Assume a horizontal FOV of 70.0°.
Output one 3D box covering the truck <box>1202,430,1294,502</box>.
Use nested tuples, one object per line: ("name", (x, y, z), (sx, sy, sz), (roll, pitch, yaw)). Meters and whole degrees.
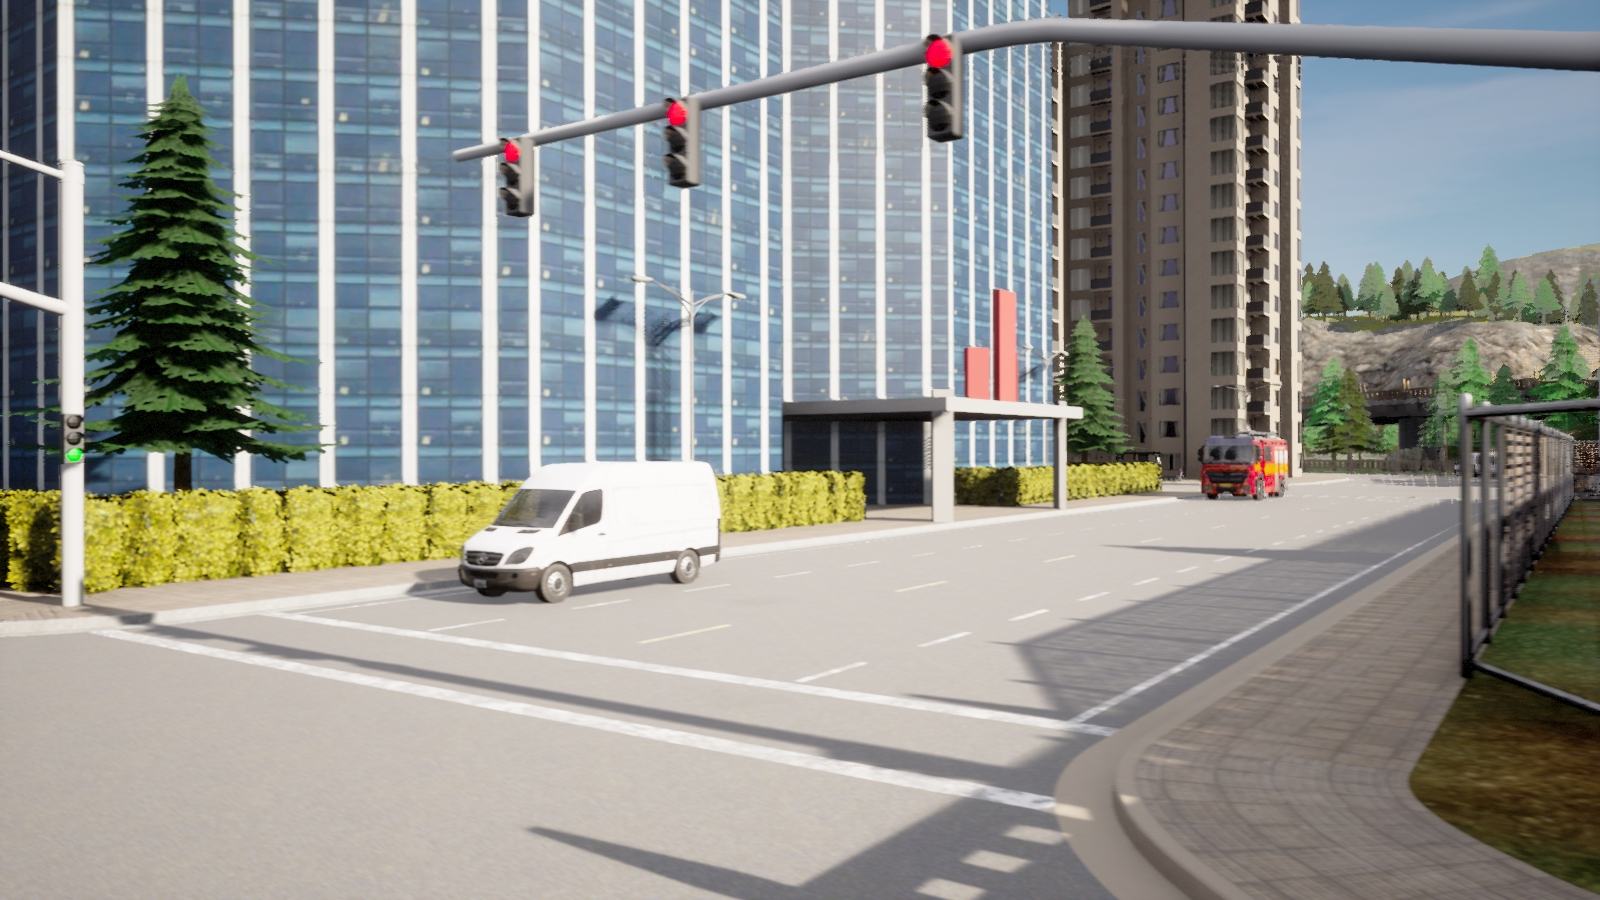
("truck", (25.514, 0.870, 64.809), (2.891, 3.827, 8.468), (0, 0, 35))

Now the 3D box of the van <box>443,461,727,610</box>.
("van", (-4.117, 1.536, 23.101), (1.988, 2.561, 5.915), (0, 0, 35))

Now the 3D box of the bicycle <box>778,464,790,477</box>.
("bicycle", (-1.789, 2.295, 129.818), (0.329, 1.471, 1.835), (0, 0, 35))
